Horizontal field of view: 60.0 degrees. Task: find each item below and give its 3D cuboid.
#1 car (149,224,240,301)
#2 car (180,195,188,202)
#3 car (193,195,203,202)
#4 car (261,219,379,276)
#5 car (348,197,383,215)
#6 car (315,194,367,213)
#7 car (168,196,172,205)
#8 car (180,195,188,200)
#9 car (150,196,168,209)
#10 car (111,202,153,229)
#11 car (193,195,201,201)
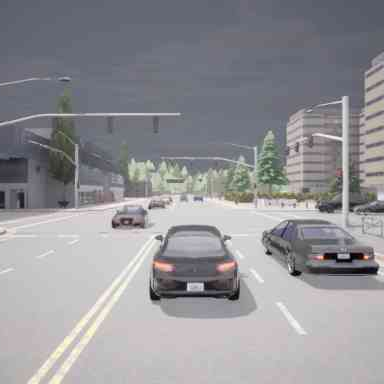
[{"bbox_3d":[0.037,1.526,8.224,1.812,1.442,4.674,0,0,-1],"label":"car"},{"bbox_3d":[-1.908,1.533,78.143,2.033,1.411,5.357,0,0,-1],"label":"car"},{"bbox_3d":[1.579,1.478,78.713,1.882,1.535,5.008,0,0,-1],"label":"car"},{"bbox_3d":[3.534,1.547,10.280,2.033,1.411,5.357,0,0,0],"label":"car"},{"bbox_3d":[18.226,1.526,32.537,4.674,1.442,1.812,0,0,-2],"label":"car"},{"bbox_3d":[16.291,1.222,36.005,5.566,2.045,2.150,0,0,-2],"label":"car"},{"bbox_3d":[-4.999,1.478,59.278,1.882,1.535,5.008,0,0,-1],"label":"car"},{"bbox_3d":[-2.181,1.467,88.779,1.994,1.385,4.181,0,0,-1],"label":"car"},{"bbox_3d":[-4.606,1.564,44.137,1.994,1.385,4.181,0,0,-2],"label":"car"},{"bbox_3d":[-3.857,1.564,21.341,1.994,1.385,4.181,0,0,-2],"label":"car"},{"bbox_3d":[1.318,1.500,88.851,1.837,1.490,4.892,0,0,-1],"label":"car"}]
